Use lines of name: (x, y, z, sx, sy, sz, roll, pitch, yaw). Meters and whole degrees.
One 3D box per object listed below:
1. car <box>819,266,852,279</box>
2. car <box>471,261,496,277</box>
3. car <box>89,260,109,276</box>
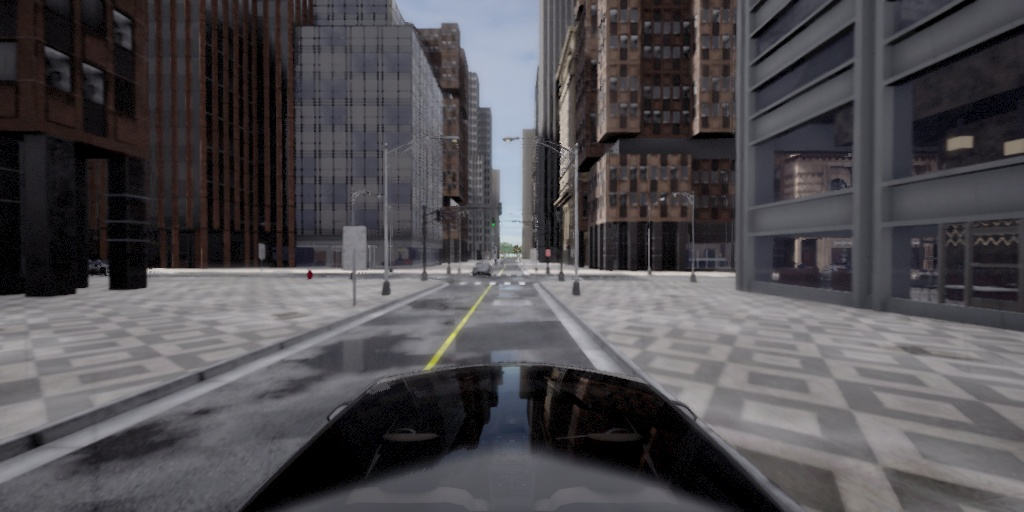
car: (32.191, 1.658, 35.420, 4.181, 1.385, 1.994, 0, 1, 0)
car: (-2.999, 1.416, 36.827, 1.837, 1.490, 4.892, 0, 0, 0)
car: (-36.763, 1.078, 32.142, 4.902, 1.511, 2.128, 0, 1, 0)
